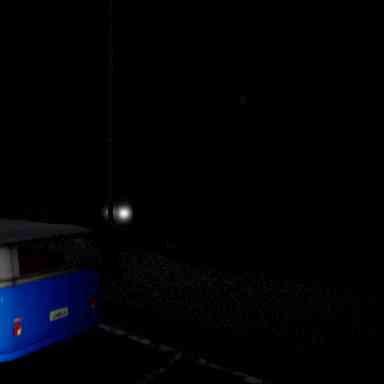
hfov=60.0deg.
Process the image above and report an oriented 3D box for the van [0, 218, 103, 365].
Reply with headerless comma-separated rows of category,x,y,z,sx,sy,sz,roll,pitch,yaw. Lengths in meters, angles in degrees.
van,-3.224,1.337,5.376,3.998,1.788,1.690,0,0,36
